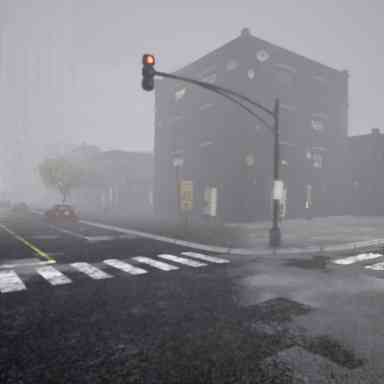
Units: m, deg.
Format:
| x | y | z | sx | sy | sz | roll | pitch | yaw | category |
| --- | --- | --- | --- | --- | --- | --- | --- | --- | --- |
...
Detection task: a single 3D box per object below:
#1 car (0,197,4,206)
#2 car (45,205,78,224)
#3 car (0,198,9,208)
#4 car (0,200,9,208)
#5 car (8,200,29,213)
| x | y | z | sx | sy | sz | roll | pitch | yaw | category |
| --- | --- | --- | --- | --- | --- | --- | --- | --- | --- |
| -43.555 | 2.151 | 74.193 | 2.192 | 1.841 | 5.009 | 1 | -1 | -35 | car |
| -10.949 | 1.770 | 27.774 | 1.967 | 1.590 | 4.097 | 1 | -1 | -35 | car |
| -34.046 | 2.124 | 60.587 | 1.967 | 1.590 | 4.097 | 1 | -1 | -35 | car |
| -37.216 | 2.317 | 65.120 | 1.802 | 1.307 | 4.206 | 1 | -1 | -35 | car |
| -23.634 | 2.048 | 45.813 | 1.752 | 1.417 | 4.829 | 1 | -1 | -35 | car |
